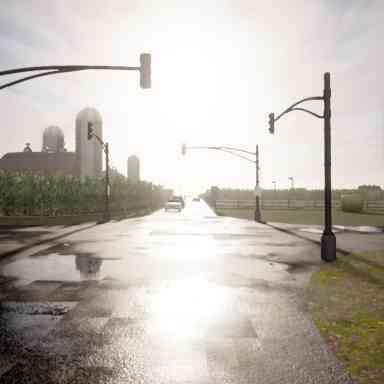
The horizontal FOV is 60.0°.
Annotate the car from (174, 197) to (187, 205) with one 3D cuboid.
[{"bbox_3d":[-2.004,1.621,60.134,2.033,1.411,5.357,0,0,1],"label":"car"}]

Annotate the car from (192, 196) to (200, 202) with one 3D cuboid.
[{"bbox_3d":[1.023,1.726,80.219,1.895,1.301,4.718,0,0,1],"label":"car"}]

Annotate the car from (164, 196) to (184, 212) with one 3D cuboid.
[{"bbox_3d":[-2.233,1.565,40.126,1.812,1.442,4.674,0,0,1],"label":"car"}]

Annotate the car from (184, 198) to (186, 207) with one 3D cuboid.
[{"bbox_3d":[-2.130,1.407,49.953,2.097,1.767,4.553,0,0,1],"label":"car"}]
